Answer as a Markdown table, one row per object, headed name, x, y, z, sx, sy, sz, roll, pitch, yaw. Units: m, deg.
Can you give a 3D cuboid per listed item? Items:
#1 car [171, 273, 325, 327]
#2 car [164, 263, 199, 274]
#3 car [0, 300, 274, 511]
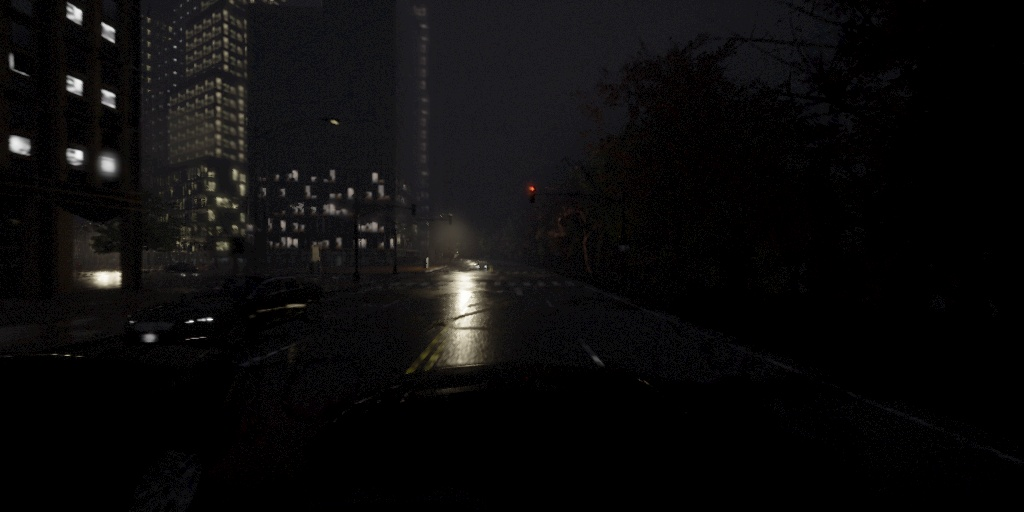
| name | x | y | z | sx | sy | sz | roll | pitch | yaw |
| --- | --- | --- | --- | --- | --- | --- | --- | --- | --- |
| car | -6.630 | 1.227 | 8.992 | 2.128 | 1.511 | 4.902 | 0 | 0 | 0 |
| car | -42.148 | 1.542 | 45.630 | 5.357 | 1.411 | 2.033 | 0 | 0 | 28 |
| car | -3.354 | 1.234 | 1.089 | 1.882 | 1.535 | 5.008 | 0 | 0 | 0 |
